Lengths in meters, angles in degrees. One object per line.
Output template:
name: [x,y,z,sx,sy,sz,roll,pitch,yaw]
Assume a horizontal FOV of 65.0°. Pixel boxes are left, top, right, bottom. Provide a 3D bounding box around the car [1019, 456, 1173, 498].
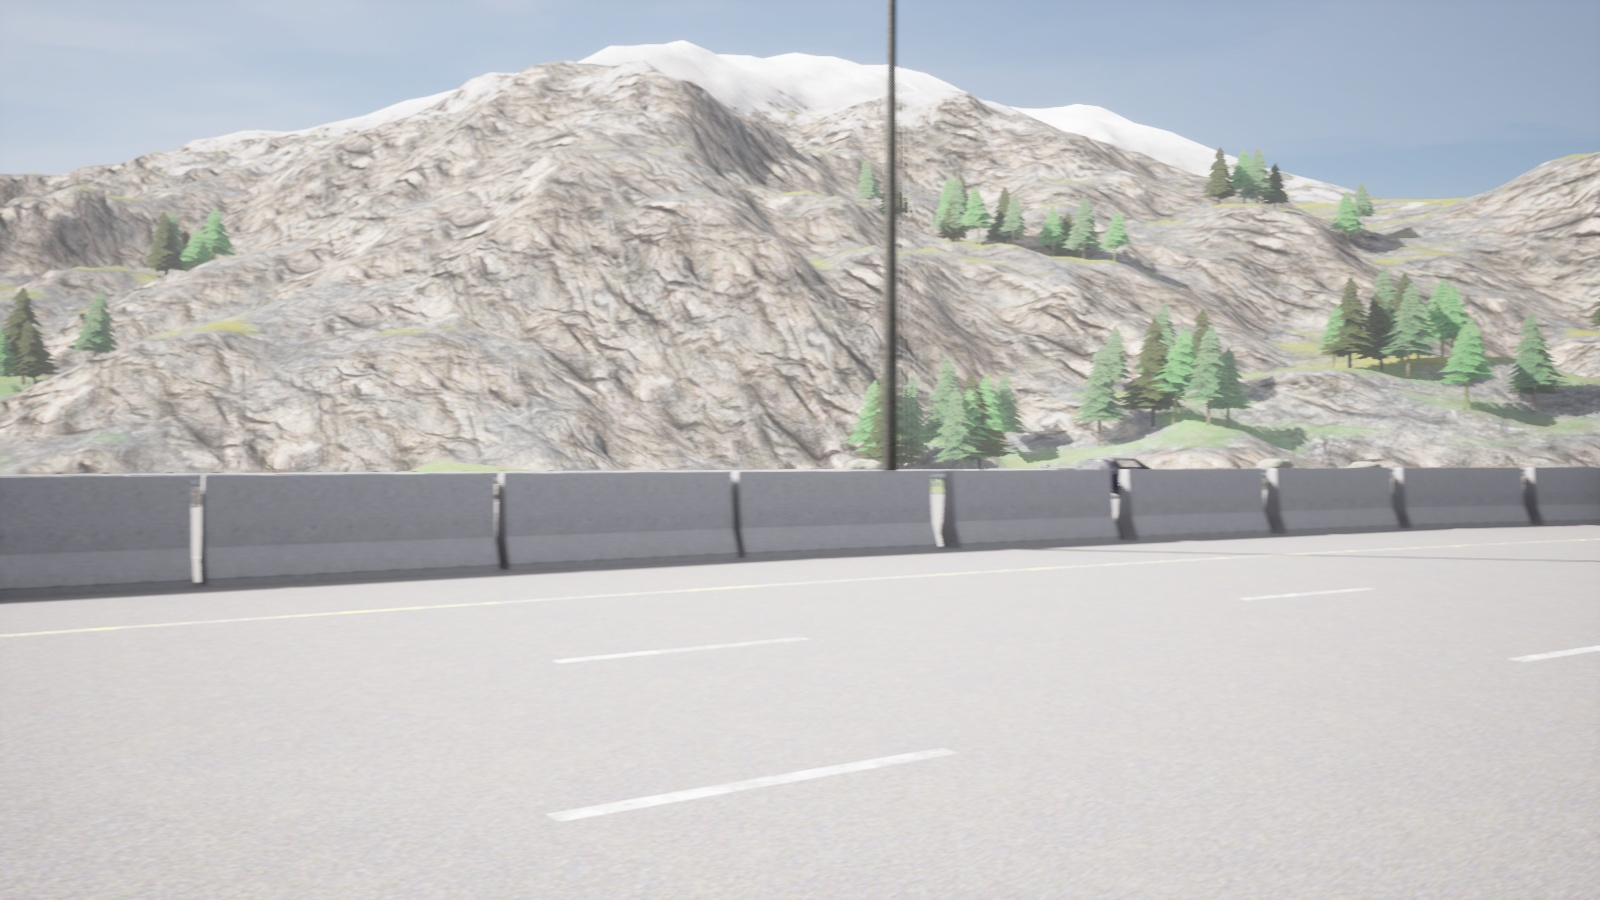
car: [9.697,0.850,41.117,4.718,1.301,1.895,0,0,-25]
